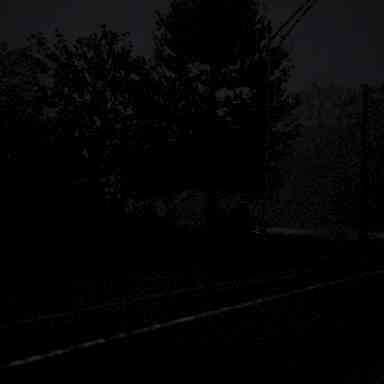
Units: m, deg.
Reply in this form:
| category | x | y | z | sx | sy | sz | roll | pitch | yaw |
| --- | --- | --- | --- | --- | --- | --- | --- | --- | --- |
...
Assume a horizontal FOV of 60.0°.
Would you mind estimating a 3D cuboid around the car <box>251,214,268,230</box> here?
| category | x | y | z | sx | sy | sz | roll | pitch | yaw |
| --- | --- | --- | --- | --- | --- | --- | --- | --- | --- |
| car | 4.059 | 2.357 | 27.755 | 1.882 | 1.535 | 5.008 | 3 | -4 | -39 |
